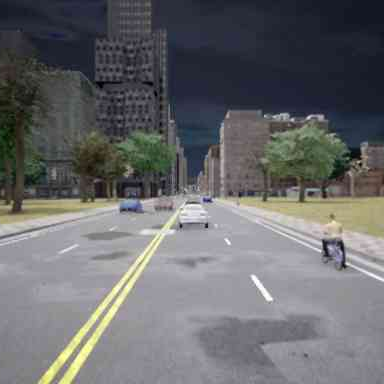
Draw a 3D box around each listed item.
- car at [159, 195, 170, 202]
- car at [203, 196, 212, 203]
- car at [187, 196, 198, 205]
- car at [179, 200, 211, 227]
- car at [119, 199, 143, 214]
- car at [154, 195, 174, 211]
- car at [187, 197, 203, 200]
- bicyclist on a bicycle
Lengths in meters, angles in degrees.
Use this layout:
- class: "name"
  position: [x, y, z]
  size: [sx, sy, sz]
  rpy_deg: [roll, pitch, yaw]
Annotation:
- class: "car"
  position: [-6.478, 1.431, 77.552]
  size: [2.128, 1.511, 4.902]
  rpy_deg: [0, 0, 0]
- class: "car"
  position: [3.271, 1.571, 72.252]
  size: [1.882, 1.535, 5.008]
  rpy_deg: [0, 0, 0]
- class: "car"
  position: [0.117, 1.544, 59.486]
  size: [1.882, 1.535, 5.008]
  rpy_deg: [0, 0, 0]
- class: "car"
  position: [0.107, 1.538, 22.502]
  size: [1.812, 1.442, 4.674]
  rpy_deg: [0, 0, 0]
- class: "car"
  position: [-6.580, 1.504, 36.123]
  size: [1.882, 1.535, 5.008]
  rpy_deg: [0, 0, 0]
- class: "car"
  position: [-3.324, 1.383, 40.227]
  size: [2.097, 1.767, 4.553]
  rpy_deg: [0, 0, 0]
- class: "car"
  position: [0.112, 1.537, 40.578]
  size: [1.837, 1.490, 4.892]
  rpy_deg: [0, 0, 0]
- class: "bicyclist on a bicycle"
  position: [4.146, 1.440, 9.919]
  size: [0.866, 1.612, 1.509]
  rpy_deg: [0, 0, 0]
